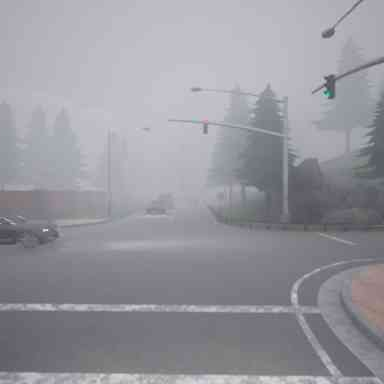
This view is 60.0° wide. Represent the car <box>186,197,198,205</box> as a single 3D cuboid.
[{"bbox_3d":[0.016,1.555,58.891,1.994,1.385,4.181,0,0,0],"label":"car"}]

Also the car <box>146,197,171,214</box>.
[{"bbox_3d":[-3.626,1.543,34.897,2.033,1.411,5.357,0,0,0],"label":"car"}]

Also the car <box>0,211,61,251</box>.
[{"bbox_3d":[-7.851,1.484,13.245,4.902,1.511,2.128,0,0,-10],"label":"car"}]

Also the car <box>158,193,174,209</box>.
[{"bbox_3d":[-3.627,1.213,45.307,2.150,2.045,5.566,0,0,0],"label":"car"}]
